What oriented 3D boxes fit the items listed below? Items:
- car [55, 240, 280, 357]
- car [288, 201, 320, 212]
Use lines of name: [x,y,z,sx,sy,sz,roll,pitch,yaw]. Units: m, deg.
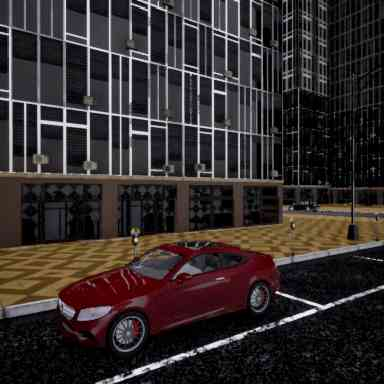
car: [-0.186,1.582,5.969,4.206,1.307,1.802,0,0,-36]
car: [15.183,1.899,45.317,2.008,1.369,4.403,-1,0,-36]
